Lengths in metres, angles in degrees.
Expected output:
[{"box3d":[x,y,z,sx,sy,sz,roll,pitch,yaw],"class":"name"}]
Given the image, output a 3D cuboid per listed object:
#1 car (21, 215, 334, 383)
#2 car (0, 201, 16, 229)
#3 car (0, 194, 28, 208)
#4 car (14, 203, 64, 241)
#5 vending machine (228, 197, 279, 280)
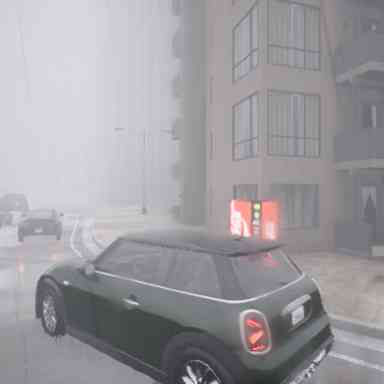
[{"box3d":[-0.460,1.351,4.971,4.553,1.767,2.097,0,0,41],"class":"car"},{"box3d":[-12.659,1.526,20.937,1.812,1.442,4.674,0,0,-19],"class":"car"},{"box3d":[-18.021,1.222,33.612,2.150,2.045,5.566,0,0,-34],"class":"car"},{"box3d":[-7.563,1.526,16.834,1.812,1.442,4.674,0,0,-20],"class":"car"},{"box3d":[1.700,1.195,9.166,1.100,2.100,0.880,0,0,-42],"class":"vending machine"}]
